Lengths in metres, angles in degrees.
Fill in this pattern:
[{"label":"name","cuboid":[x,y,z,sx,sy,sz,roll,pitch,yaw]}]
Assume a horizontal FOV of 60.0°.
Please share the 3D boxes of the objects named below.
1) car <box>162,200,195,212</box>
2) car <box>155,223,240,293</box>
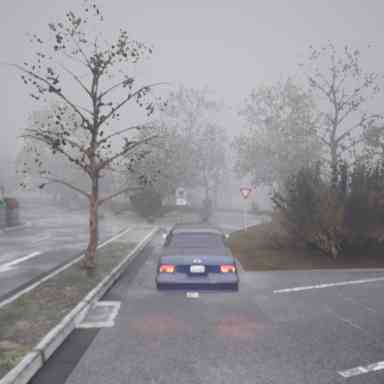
[{"label":"car","cuboid":[-1.905,1.806,43.345,4.674,1.442,1.812,-1,-3,28]},{"label":"car","cuboid":[0.110,1.541,9.010,2.033,1.411,5.357,0,0,0]}]
